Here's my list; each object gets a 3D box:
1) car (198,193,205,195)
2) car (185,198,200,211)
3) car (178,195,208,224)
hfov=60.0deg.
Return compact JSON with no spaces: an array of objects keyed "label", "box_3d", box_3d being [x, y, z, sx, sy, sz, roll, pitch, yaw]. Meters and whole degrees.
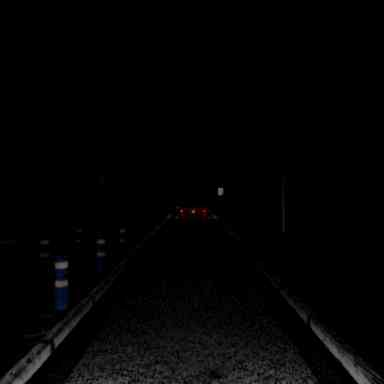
[{"label":"car","box_3d":[2.979,1.584,73.495,2.231,1.521,4.892,0,0,0]},{"label":"car","box_3d":[0.089,1.521,42.977,1.882,1.535,5.008,0,0,0]},{"label":"car","box_3d":[0.094,1.361,25.000,2.097,1.767,4.553,0,0,0]}]
